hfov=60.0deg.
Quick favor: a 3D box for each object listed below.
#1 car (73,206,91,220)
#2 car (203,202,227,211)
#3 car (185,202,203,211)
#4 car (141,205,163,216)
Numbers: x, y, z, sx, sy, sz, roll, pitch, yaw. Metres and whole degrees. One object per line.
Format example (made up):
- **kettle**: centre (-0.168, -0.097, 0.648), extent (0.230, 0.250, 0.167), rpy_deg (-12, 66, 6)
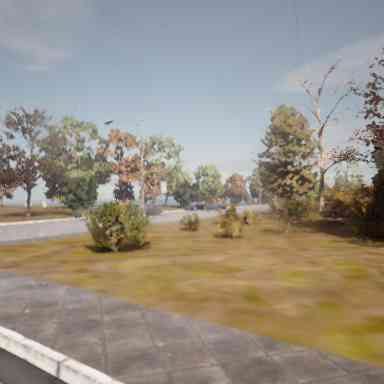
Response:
- **car**: centre (-11.087, 2.318, 37.572), extent (1.837, 1.490, 4.892), rpy_deg (-3, -1, 32)
- **car**: centre (4.087, 2.423, 54.945), extent (1.994, 1.385, 4.181), rpy_deg (-3, -2, 32)
- **car**: centre (0.637, 2.419, 56.053), extent (1.882, 1.535, 5.008), rpy_deg (-3, -2, 32)
- **car**: centre (-5.661, 2.246, 39.613), extent (2.033, 1.411, 5.357), rpy_deg (-3, -2, 32)
